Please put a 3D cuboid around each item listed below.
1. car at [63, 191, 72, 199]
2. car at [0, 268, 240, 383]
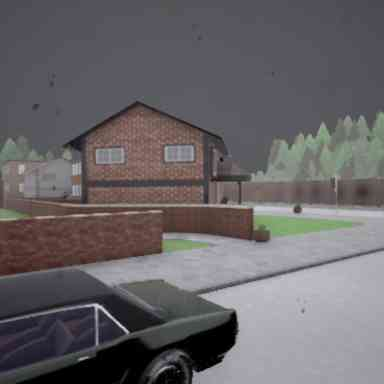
[{"bbox_3d":[-13.923,0.813,38.881,1.905,1.878,3.866,-1,1,-35],"label":"car"},{"bbox_3d":[-1.860,1.596,3.259,4.718,1.301,1.895,-1,1,-35],"label":"car"}]
